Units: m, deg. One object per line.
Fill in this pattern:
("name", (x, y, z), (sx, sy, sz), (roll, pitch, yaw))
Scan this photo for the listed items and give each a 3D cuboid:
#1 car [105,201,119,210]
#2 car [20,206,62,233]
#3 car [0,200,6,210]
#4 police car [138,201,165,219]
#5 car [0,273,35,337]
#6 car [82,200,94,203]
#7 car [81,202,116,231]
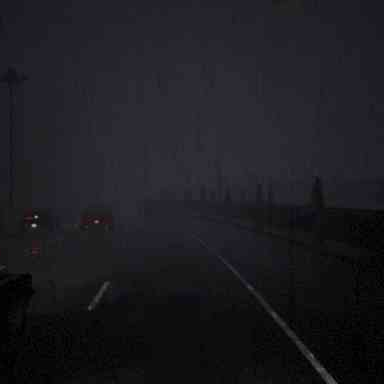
("car", (-11.991, 1.950, 48.178), (1.994, 1.385, 4.181), (0, 0, -28))
("car", (-9.669, 1.701, 21.554), (1.837, 1.490, 4.892), (0, -1, -13))
("car", (-29.763, 2.028, 51.288), (1.882, 1.535, 5.008), (0, 0, -28))
("police car", (-4.005, 1.659, 32.076), (1.930, 1.638, 5.238), (0, 0, -18))
("car", (-3.634, 1.641, 3.783), (1.895, 1.301, 4.718), (0, 0, -3))
("car", (-19.021, 2.127, 61.201), (1.895, 1.301, 4.718), (0, 0, -28))
("car", (-6.245, 1.660, 22.273), (1.882, 1.535, 5.008), (0, 0, -13))
